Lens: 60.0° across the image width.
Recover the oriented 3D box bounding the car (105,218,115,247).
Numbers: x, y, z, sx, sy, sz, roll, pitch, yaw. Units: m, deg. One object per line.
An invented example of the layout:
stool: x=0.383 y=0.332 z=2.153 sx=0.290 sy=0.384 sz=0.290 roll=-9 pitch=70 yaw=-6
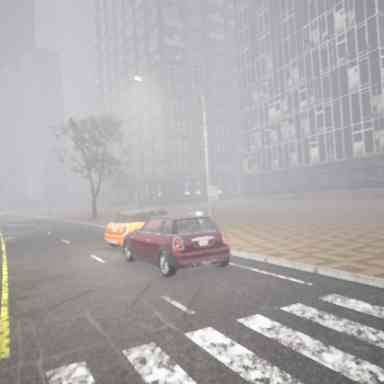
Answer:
car: x=-1.894 y=1.583 z=16.347 sx=4.553 sy=1.767 sz=2.097 roll=-5 pitch=1 yaw=-41

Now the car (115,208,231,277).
car: x=-0.742 y=1.527 z=11.200 sx=2.097 sy=1.767 sz=4.553 roll=-2 pitch=-1 yaw=-31
